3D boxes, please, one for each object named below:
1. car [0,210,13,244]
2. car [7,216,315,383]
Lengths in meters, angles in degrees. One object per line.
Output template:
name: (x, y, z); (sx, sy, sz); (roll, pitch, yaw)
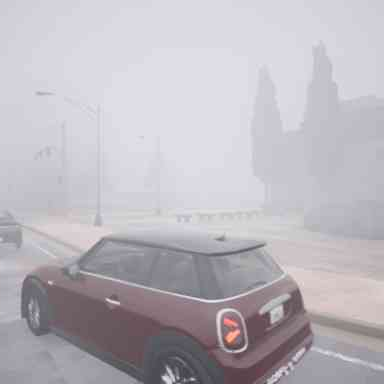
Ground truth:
car: (-8.429, 1.492, 13.877); (2.128, 1.511, 4.902); (0, 0, -38)
car: (-0.693, 1.352, 5.001); (4.553, 1.767, 2.097); (0, 0, 40)
